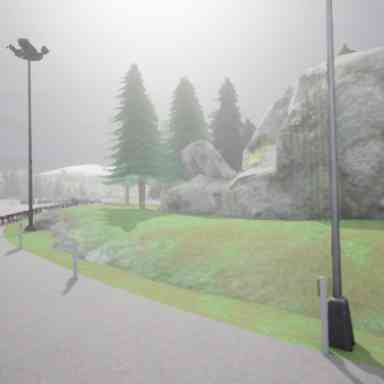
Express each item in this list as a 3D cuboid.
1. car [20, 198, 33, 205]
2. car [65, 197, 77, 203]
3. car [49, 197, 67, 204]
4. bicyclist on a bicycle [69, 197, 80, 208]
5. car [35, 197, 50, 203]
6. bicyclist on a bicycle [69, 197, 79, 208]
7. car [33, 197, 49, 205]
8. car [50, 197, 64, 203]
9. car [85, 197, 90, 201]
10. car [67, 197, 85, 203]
[{"bbox_3d":[-36.856,2.048,74.562,1.882,1.535,5.008,-1,0,-7],"label":"car"},{"bbox_3d":[-31.207,2.036,85.799,1.895,1.301,4.718,-1,0,-7],"label":"car"},{"bbox_3d":[-29.910,1.992,75.431,2.033,1.411,5.357,-1,0,-7],"label":"car"},{"bbox_3d":[-18.504,1.648,52.386,1.656,1.620,0.582,0,-2,14],"label":"bicyclist on a bicycle"},{"bbox_3d":[-38.149,2.085,84.901,2.128,1.511,4.902,-1,0,-7],"label":"car"},{"bbox_3d":[-18.380,1.645,51.401,1.656,1.620,0.582,1,0,-14],"label":"bicyclist on a bicycle"},{"bbox_3d":[-33.383,2.036,74.996,2.128,1.511,4.902,-1,0,-7],"label":"car"},{"bbox_3d":[-34.677,2.025,85.335,2.128,1.511,4.902,-1,0,-7],"label":"car"},{"bbox_3d":[-27.732,1.921,86.204,2.033,1.411,5.357,-1,0,-7],"label":"car"},{"bbox_3d":[-26.438,1.893,75.865,1.837,1.490,4.892,-1,0,-7],"label":"car"}]
